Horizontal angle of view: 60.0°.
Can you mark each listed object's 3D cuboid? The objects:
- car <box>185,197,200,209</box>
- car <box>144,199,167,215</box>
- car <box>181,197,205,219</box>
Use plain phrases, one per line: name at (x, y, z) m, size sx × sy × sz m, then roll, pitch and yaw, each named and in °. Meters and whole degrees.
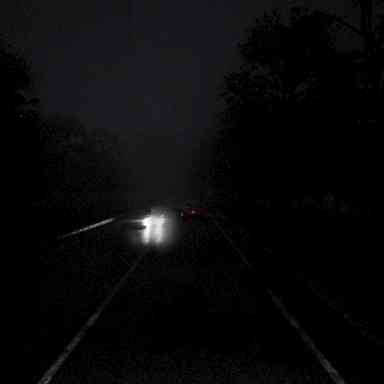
car at (0.090, 1.439, 44.220) m, size 1.837 × 1.490 × 4.892 m, roll 0°, pitch 0°, yaw 0°
car at (-3.594, 1.462, 33.286) m, size 2.128 × 1.511 × 4.902 m, roll 0°, pitch 0°, yaw 0°
car at (0.094, 1.456, 28.817) m, size 1.882 × 1.535 × 5.008 m, roll 0°, pitch 0°, yaw 0°
